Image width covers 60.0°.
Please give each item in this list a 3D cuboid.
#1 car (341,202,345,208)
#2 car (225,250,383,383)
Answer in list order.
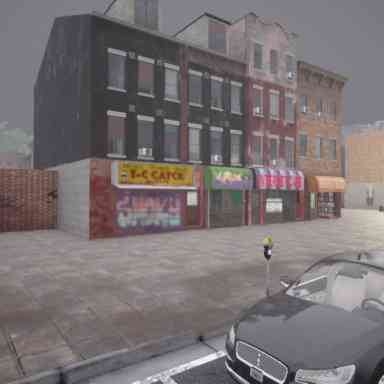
[{"bbox_3d":[16.756,1.471,42.153,1.895,1.301,4.718,0,0,-36],"label":"car"},{"bbox_3d":[2.410,1.552,4.519,4.403,1.369,2.008,0,0,-35],"label":"car"}]
